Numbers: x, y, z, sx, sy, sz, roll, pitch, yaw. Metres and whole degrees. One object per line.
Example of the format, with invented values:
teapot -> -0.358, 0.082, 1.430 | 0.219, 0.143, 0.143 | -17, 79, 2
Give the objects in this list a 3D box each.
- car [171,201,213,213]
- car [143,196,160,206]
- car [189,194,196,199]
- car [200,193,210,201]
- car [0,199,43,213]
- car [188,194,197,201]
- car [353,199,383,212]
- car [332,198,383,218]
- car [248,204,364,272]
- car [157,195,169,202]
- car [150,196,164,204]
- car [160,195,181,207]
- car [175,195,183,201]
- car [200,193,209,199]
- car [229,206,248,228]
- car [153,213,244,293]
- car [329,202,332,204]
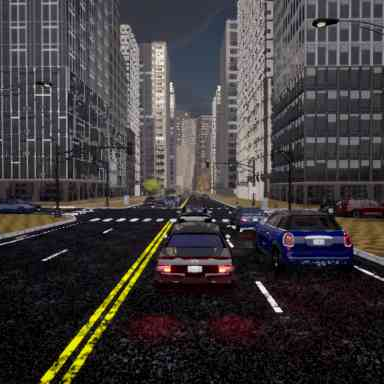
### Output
car -> 0.135, 1.481, 18.719 | 2.128, 1.511, 4.902 | 0, 0, 0
car -> -6.498, 1.466, 52.493 | 1.837, 1.490, 4.892 | 0, 0, 0
car -> 0.169, 1.278, 92.240 | 2.033, 1.411, 5.357 | 0, 0, 0
car -> 3.401, 1.392, 81.814 | 1.882, 1.535, 5.008 | 0, 0, 0
car -> -18.361, 1.399, 34.209 | 5.357, 1.411, 2.033 | 1, 1, 2
car -> 0.150, 1.414, 81.823 | 1.837, 1.490, 4.892 | 0, 0, 0
car -> 21.881, 1.640, 39.279 | 4.829, 1.417, 1.752 | 1, 0, 1
car -> 16.258, 1.517, 31.003 | 5.009, 1.841, 2.192 | 1, 0, 1
car -> 3.369, 1.347, 10.944 | 2.097, 1.767, 4.553 | 0, 0, 0
car -> -6.367, 1.475, 73.043 | 2.033, 1.411, 5.357 | 0, 0, 0
car -> -6.446, 1.497, 62.373 | 2.033, 1.411, 5.357 | 0, 0, 0
car -> -3.229, 1.315, 50.653 | 2.097, 1.767, 4.553 | 0, 0, -1
car -> -3.105, 1.426, 79.627 | 1.837, 1.490, 4.892 | 0, 0, 0
car -> 3.419, 1.093, 92.203 | 2.097, 1.767, 4.553 | 0, 0, 0
car -> 3.388, 1.536, 20.329 | 2.033, 1.411, 5.357 | 0, 0, 0
car -> 0.110, 1.543, 8.974 | 2.033, 1.411, 5.357 | 0, 0, 1
car -> 16.482, 1.614, 36.811 | 4.892, 1.490, 1.837 | 0, 1, -1
